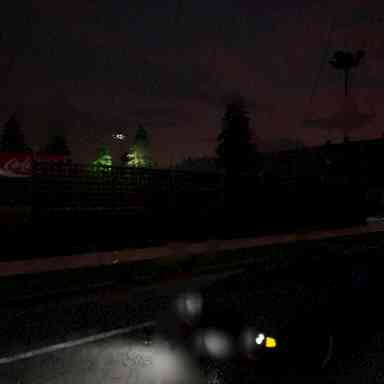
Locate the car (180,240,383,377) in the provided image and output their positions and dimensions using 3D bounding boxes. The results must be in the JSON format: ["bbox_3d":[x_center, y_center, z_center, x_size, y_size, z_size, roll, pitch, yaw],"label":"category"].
[{"bbox_3d":[2.444,1.610,5.829,5.357,1.411,2.033,1,-1,-35],"label":"car"}]
